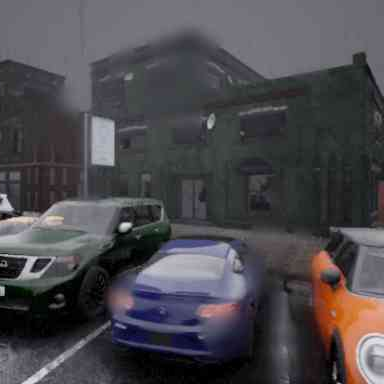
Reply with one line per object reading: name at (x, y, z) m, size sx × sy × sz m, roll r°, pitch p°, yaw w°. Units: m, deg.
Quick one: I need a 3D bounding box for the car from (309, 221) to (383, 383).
car at (2.726, 1.359, 4.197) m, size 2.185 × 1.767 × 4.553 m, roll 1°, pitch 0°, yaw 15°

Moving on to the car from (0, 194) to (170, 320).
car at (-2.167, 1.151, 7.621) m, size 2.435 × 2.045 × 5.566 m, roll 1°, pitch 0°, yaw 15°

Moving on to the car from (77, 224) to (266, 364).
car at (0.261, 1.483, 5.904) m, size 2.002 × 1.452 × 4.674 m, roll 1°, pitch 0°, yaw 15°
